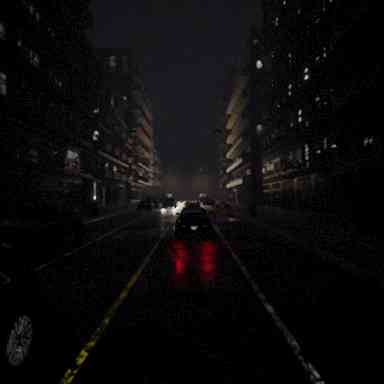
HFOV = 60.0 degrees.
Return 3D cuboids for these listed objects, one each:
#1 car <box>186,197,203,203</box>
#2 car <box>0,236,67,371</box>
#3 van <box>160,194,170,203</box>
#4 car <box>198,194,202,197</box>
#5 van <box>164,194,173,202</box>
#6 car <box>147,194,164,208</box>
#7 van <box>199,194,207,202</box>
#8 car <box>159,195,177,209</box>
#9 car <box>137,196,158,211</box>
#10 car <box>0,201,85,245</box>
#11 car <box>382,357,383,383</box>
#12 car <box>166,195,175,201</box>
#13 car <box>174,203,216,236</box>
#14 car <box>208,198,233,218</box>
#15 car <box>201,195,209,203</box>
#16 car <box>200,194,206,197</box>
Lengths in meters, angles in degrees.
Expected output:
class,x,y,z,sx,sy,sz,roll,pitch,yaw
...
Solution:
class,x,y,z,sx,sy,sz,roll,pitch,yaw
car,0.096,1.618,42.417,1.895,1.301,4.718,0,0,0
car,-3.100,1.493,2.875,2.128,1.511,4.902,0,0,0
van,-5.678,1.375,69.583,1.690,1.788,3.998,1,0,0
car,2.700,1.474,69.644,1.967,1.590,4.097,1,0,0
van,-5.686,1.384,80.953,1.690,1.788,3.998,1,0,0
car,-5.675,1.335,46.845,2.192,1.841,5.009,1,0,0
van,2.700,1.383,81.014,1.690,1.788,3.998,1,0,0
car,-3.087,1.525,46.140,1.837,1.490,4.892,0,0,0
car,-5.680,1.582,41.161,1.947,1.339,4.313,1,0,0
car,-5.671,1.320,12.738,2.192,1.841,5.009,1,0,0
car,2.705,1.567,1.429,1.947,1.339,4.313,1,0,0
car,-5.674,1.598,86.638,2.008,1.369,4.403,1,0,0
car,0.098,1.532,18.215,1.812,1.442,4.674,0,0,0
car,2.702,1.536,30.022,1.752,1.417,4.829,1,0,0
car,2.699,1.589,52.590,1.947,1.339,4.313,1,0,0
car,2.699,1.552,58.445,1.752,1.417,4.829,1,0,0
